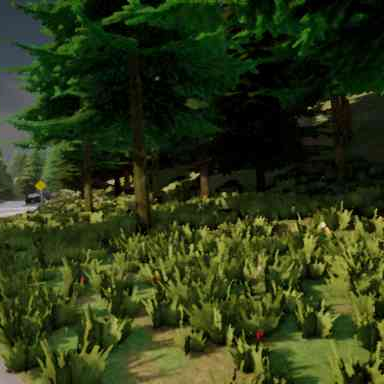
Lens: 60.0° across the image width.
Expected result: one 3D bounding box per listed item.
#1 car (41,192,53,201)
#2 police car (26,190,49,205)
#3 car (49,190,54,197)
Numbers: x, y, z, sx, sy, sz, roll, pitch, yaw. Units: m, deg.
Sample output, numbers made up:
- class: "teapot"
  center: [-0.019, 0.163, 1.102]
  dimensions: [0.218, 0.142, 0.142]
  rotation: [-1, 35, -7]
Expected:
- class: "car"
  center: [-25.650, 0.799, 58.889]
  dimensions: [1.837, 1.490, 4.892]
  rotation: [-2, 1, -24]
- class: "police car"
  center: [-20.453, 0.871, 43.526]
  dimensions: [1.930, 1.638, 5.238]
  rotation: [-3, 2, -18]
- class: "car"
  center: [-23.532, 0.598, 52.997]
  dimensions: [2.150, 2.045, 5.566]
  rotation: [-3, 2, -18]
